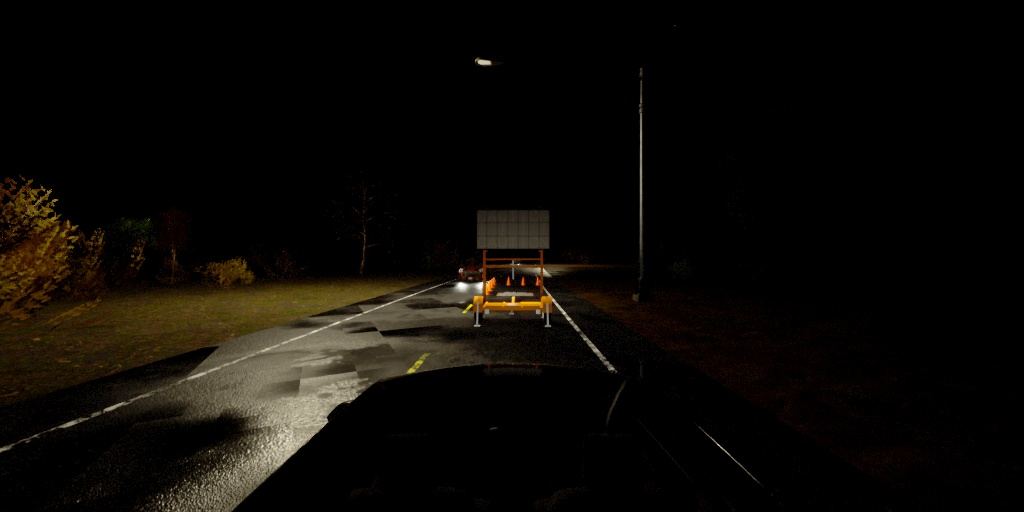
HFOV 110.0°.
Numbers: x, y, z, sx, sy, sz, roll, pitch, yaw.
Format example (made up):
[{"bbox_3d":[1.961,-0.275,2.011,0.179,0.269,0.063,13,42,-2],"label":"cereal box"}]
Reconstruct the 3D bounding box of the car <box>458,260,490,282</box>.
[{"bbox_3d":[-3.034,1.099,29.089,2.097,1.767,4.553,0,0,2],"label":"car"}]

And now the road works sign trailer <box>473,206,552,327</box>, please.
[{"bbox_3d":[0.038,0.214,11.533,2.380,3.560,2.880,0,0,1],"label":"road works sign trailer"}]
